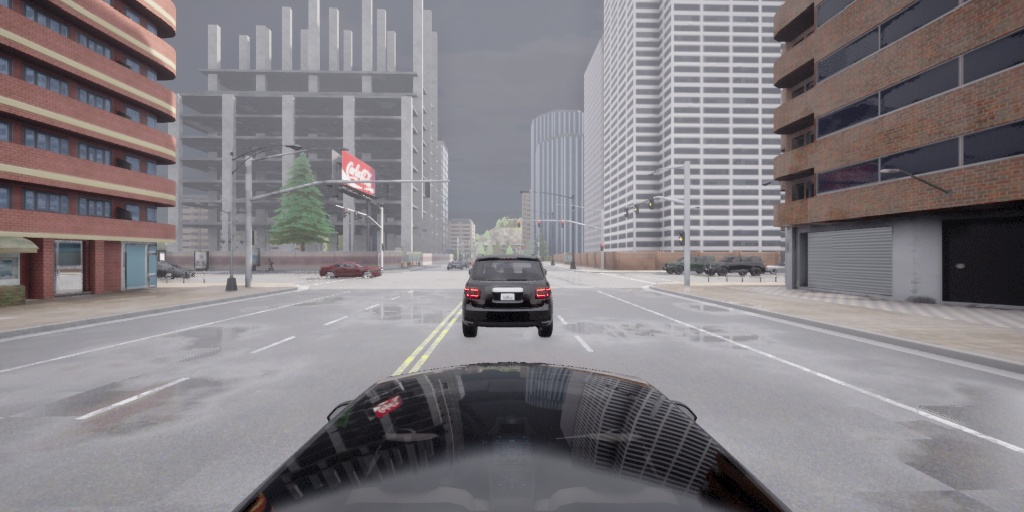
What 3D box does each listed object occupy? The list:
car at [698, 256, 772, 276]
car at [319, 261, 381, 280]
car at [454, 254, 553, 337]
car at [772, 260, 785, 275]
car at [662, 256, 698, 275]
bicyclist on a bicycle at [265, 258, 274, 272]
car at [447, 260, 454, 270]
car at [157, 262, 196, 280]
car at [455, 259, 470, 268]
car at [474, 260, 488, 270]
[{"bbox_3d":[21.988,0.971,35.549,5.566,2.045,2.150,0,0,-2],"label":"car"},{"bbox_3d":[-14.049,1.227,31.297,5.008,1.535,1.882,0,0,-8],"label":"car"},{"bbox_3d":[-0.122,0.971,10.391,2.150,2.045,5.566,0,0,-1],"label":"car"},{"bbox_3d":[29.506,1.351,39.232,4.718,1.301,1.895,0,0,-1],"label":"car"},{"bbox_3d":[19.376,0.972,38.978,5.566,2.045,2.150,0,0,-1],"label":"car"},{"bbox_3d":[-28.715,1.051,42.505,0.582,1.620,1.656,0,0,-1],"label":"bicyclist on a bicycle"},{"bbox_3d":[-8.124,1.314,51.781,1.994,1.385,4.181,0,0,-1],"label":"car"},{"bbox_3d":[-29.830,1.249,30.493,4.892,1.490,1.837,2,0,-1],"label":"car"},{"bbox_3d":[-8.286,1.255,60.353,1.837,1.490,4.892,0,0,-1],"label":"car"},{"bbox_3d":[-4.679,1.314,54.613,1.994,1.385,4.181,0,0,-1],"label":"car"}]
